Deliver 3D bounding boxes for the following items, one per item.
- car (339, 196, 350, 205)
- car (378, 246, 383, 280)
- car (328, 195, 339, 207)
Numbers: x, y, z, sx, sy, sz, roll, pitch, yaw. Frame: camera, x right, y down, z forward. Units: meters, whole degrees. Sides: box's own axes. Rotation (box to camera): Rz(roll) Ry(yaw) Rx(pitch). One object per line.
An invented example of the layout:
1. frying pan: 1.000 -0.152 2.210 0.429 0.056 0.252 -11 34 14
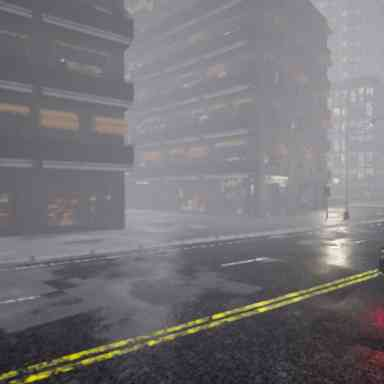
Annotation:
1. car: 22.346 1.242 51.959 4.097 1.590 1.967 1 0 42
2. car: 6.447 1.528 8.218 4.902 1.511 2.128 0 0 -37
3. car: 16.903 1.349 45.353 4.829 1.417 1.752 1 0 42
